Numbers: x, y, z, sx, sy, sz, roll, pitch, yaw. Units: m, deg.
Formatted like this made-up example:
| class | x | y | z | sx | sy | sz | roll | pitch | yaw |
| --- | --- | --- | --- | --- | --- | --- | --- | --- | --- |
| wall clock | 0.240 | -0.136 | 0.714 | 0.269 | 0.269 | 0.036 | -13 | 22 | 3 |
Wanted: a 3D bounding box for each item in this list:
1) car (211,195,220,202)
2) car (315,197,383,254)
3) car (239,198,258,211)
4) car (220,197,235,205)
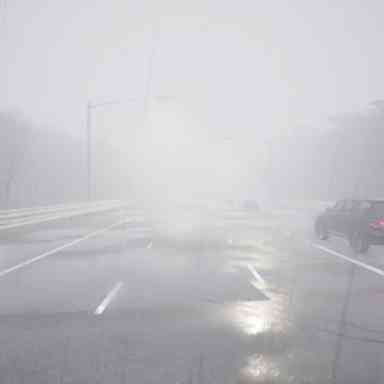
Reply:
| class | x | y | z | sx | sy | sz | roll | pitch | yaw |
| --- | --- | --- | --- | --- | --- | --- | --- | --- | --- |
| car | 7.285 | 1.877 | 94.254 | 2.097 | 1.767 | 4.553 | 0 | -1 | 0 |
| car | 7.026 | 1.223 | 13.678 | 2.150 | 2.045 | 5.566 | 0 | 0 | -1 |
| car | 7.016 | 1.525 | 41.415 | 1.837 | 1.490 | 4.892 | 0 | 0 | 0 |
| car | 7.094 | 1.708 | 64.152 | 2.033 | 1.411 | 5.357 | 0 | -1 | 0 |
